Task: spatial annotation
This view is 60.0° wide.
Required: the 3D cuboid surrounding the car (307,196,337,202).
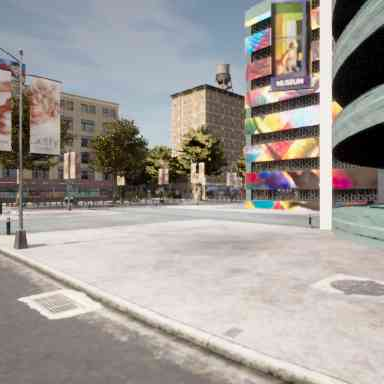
[{"bbox_3d":[14.988,1.320,39.729,4.674,1.452,2.002,0,0,-44],"label":"car"}]
